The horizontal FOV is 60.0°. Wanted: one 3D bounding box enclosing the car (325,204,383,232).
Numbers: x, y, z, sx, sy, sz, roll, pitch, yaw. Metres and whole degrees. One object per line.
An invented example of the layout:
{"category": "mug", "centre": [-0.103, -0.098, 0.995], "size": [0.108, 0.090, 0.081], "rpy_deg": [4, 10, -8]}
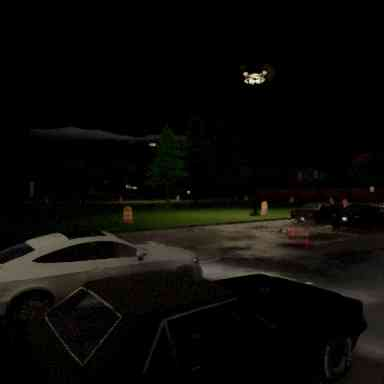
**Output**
{"category": "car", "centre": [10.047, 1.446, 19.507], "size": [4.181, 1.385, 1.994], "rpy_deg": [0, 0, -35]}

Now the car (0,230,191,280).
{"category": "car", "centre": [-1.949, 1.513, 6.654], "size": [4.674, 1.442, 1.812], "rpy_deg": [0, 0, -36]}

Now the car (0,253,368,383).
{"category": "car", "centre": [-0.068, 1.589, 3.697], "size": [4.718, 1.301, 1.895], "rpy_deg": [0, 0, -35]}

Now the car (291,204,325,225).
{"category": "car", "centre": [9.120, 1.474, 23.245], "size": [4.718, 1.301, 1.895], "rpy_deg": [0, 0, -35]}
